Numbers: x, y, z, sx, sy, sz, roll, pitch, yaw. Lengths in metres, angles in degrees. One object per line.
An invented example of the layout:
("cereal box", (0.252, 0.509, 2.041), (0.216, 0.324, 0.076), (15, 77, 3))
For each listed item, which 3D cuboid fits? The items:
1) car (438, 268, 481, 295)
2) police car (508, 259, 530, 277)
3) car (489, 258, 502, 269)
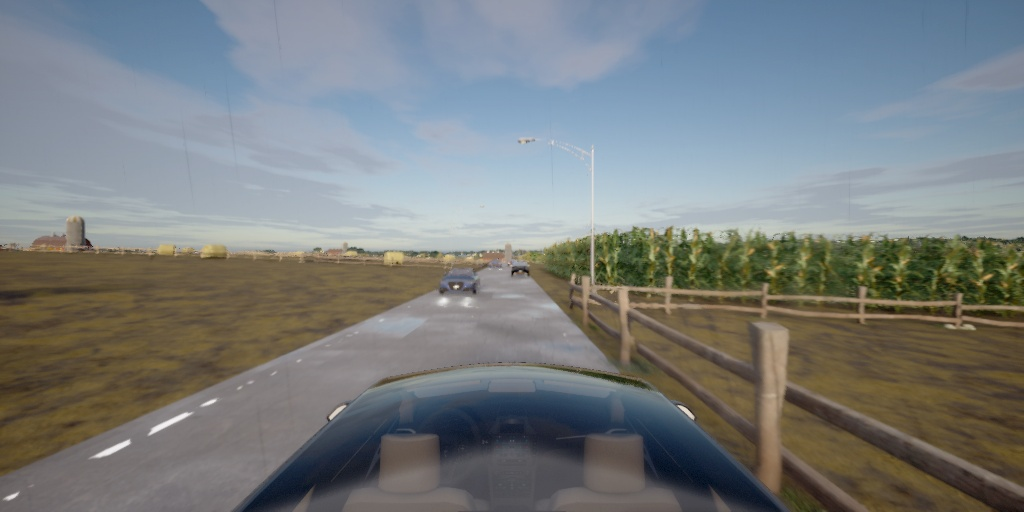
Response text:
("car", (-2.839, 1.375, 20.225), (1.994, 1.385, 4.181), (0, 0, 0))
("police car", (0.835, 1.274, 37.386), (1.930, 1.638, 5.238), (0, 0, 0))
("car", (-2.758, 1.226, 61.466), (2.097, 1.767, 4.553), (0, 0, 1))
